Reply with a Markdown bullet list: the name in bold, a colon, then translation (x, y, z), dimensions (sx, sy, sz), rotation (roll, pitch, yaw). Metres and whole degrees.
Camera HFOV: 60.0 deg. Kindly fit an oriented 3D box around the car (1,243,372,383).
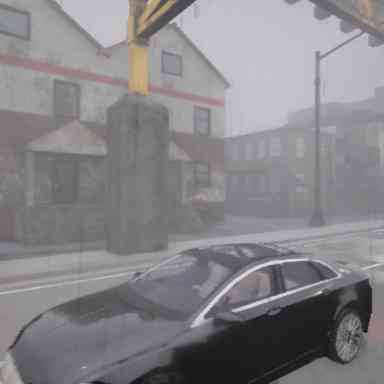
- **car**: translation (0.395, 1.488, 4.255), dimensions (4.902, 1.511, 2.128), rotation (0, 0, -35)
